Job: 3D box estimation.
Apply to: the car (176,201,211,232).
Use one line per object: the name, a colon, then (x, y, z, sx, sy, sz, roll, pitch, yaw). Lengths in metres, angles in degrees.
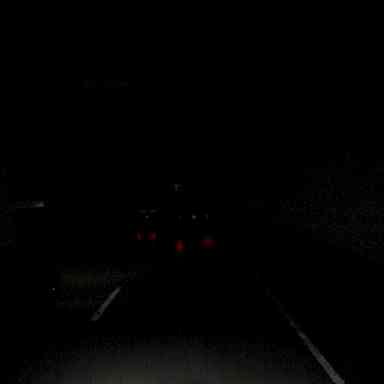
car: (0.109, 1.502, 21.574, 2.097, 1.767, 4.553, 0, 0, 0)

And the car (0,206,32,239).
car: (-10.593, 1.600, 17.495, 1.882, 1.535, 5.008, 0, 0, 0)

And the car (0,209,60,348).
car: (-3.398, 1.247, 3.498, 2.150, 2.045, 5.566, 0, 0, 0)

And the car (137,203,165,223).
car: (-3.389, 1.684, 27.693, 2.128, 1.511, 4.902, 0, 0, 0)

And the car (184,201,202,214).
car: (0.115, 1.826, 40.294, 2.033, 1.411, 5.357, 0, 0, 0)
